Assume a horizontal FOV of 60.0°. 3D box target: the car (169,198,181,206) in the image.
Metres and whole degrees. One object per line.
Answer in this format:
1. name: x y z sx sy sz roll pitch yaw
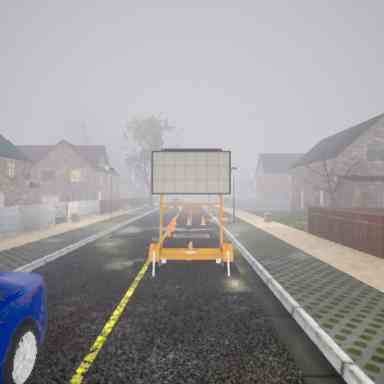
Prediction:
1. car: -2.902 1.779 58.683 1.812 1.442 4.674 0 0 0

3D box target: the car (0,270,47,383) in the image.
1. car: -2.855 1.479 2.405 1.882 1.535 5.008 0 0 0

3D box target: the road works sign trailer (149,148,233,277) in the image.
1. road works sign trailer: -0.026 0.473 10.221 2.380 3.560 2.880 0 0 0
